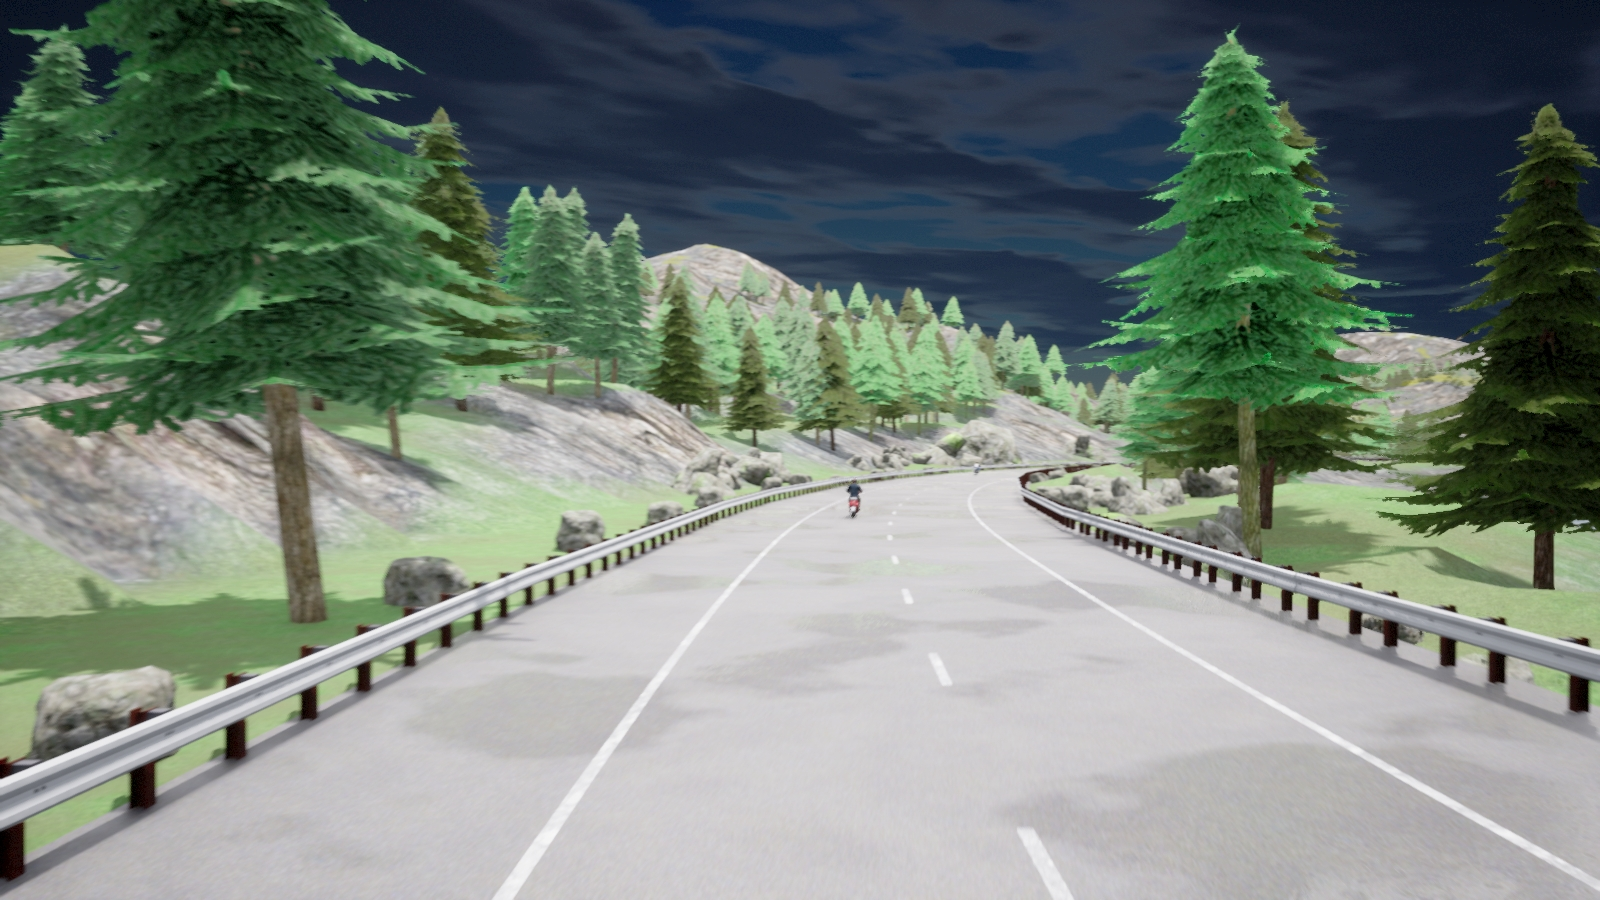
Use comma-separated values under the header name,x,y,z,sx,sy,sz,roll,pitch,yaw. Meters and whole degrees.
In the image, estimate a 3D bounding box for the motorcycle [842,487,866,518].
name,x,y,z,sx,sy,sz,roll,pitch,yaw
motorcycle,2.267,2.184,47.772,0.856,1.236,1.805,1,0,7
